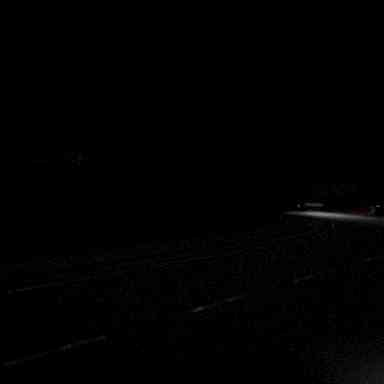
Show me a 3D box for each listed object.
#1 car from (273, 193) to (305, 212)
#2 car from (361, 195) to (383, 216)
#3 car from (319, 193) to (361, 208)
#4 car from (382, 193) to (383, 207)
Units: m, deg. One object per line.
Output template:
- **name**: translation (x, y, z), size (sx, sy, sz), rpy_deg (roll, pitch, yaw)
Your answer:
- **car**: translation (7.939, 0.858, 29.592), size (2.128, 1.511, 4.902), rpy_deg (-1, 1, -19)
- **car**: translation (13.233, 0.860, 21.171), size (1.882, 1.535, 5.008), rpy_deg (-1, 1, -2)
- **car**: translation (14.670, 0.776, 32.382), size (1.895, 1.301, 4.718), rpy_deg (-2, 1, -20)
- **car**: translation (19.311, 0.725, 29.165), size (1.895, 1.301, 4.718), rpy_deg (-1, 1, -15)
